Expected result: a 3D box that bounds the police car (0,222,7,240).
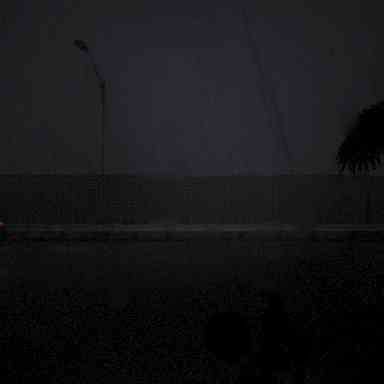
[{"bbox_3d":[-10.282,1.509,13.203,4.974,1.542,2.038,0,0,0],"label":"police car"}]
